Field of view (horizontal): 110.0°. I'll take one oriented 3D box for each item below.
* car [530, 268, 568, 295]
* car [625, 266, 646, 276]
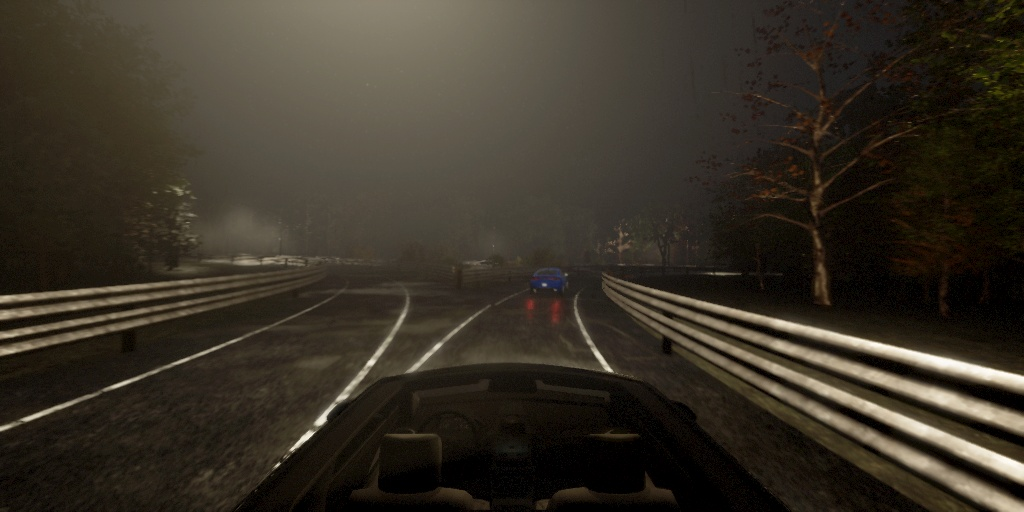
[{"bbox_3d":[2.421,1.516,22.510,1.882,1.535,5.008,0,-1,14],"label":"car"},{"bbox_3d":[19.266,2.235,55.575,2.128,1.511,4.902,0,-2,42],"label":"car"}]
